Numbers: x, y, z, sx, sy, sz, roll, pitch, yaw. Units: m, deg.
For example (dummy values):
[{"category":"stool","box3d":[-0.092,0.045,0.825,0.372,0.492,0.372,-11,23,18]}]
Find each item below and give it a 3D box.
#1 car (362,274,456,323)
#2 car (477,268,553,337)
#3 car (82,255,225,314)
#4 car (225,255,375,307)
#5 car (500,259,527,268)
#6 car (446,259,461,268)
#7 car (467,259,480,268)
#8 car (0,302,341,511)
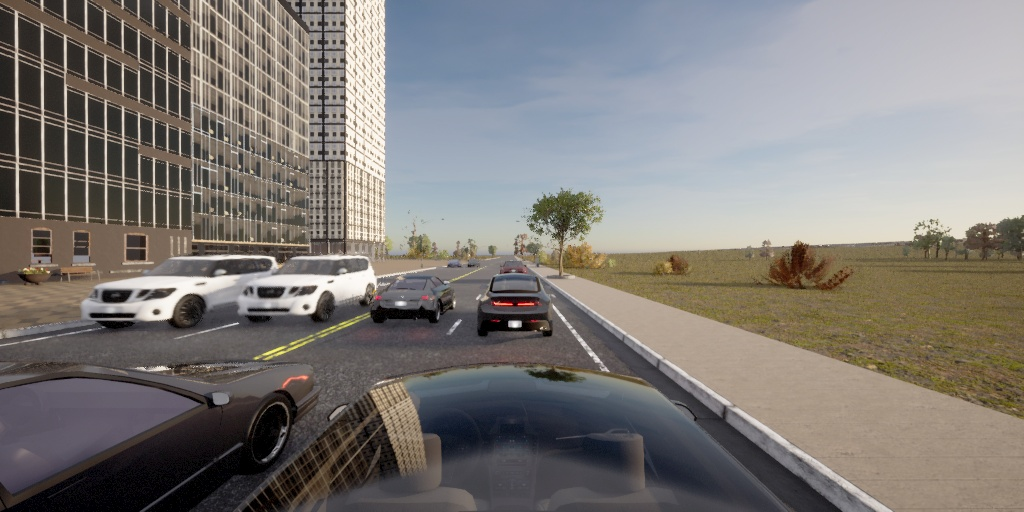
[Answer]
[{"category":"car","box3d":[-3.143,1.313,12.128,1.994,1.385,4.181,0,0,0]},{"category":"car","box3d":[0.100,1.254,10.330,1.837,1.490,4.892,0,0,1]},{"category":"car","box3d":[-9.845,0.970,11.564,2.150,2.045,5.566,0,0,0]},{"category":"car","box3d":[-6.595,0.970,12.442,2.150,2.045,5.566,0,0,0]},{"category":"car","box3d":[0.113,1.100,28.348,2.097,1.767,4.553,0,0,0]},{"category":"car","box3d":[-9.729,1.268,60.452,1.812,1.442,4.674,0,0,0]},{"category":"car","box3d":[-6.475,1.252,60.871,1.837,1.490,4.892,0,0,0]},{"category":"car","box3d":[-3.148,1.297,1.720,2.033,1.411,5.357,0,0,0]}]
